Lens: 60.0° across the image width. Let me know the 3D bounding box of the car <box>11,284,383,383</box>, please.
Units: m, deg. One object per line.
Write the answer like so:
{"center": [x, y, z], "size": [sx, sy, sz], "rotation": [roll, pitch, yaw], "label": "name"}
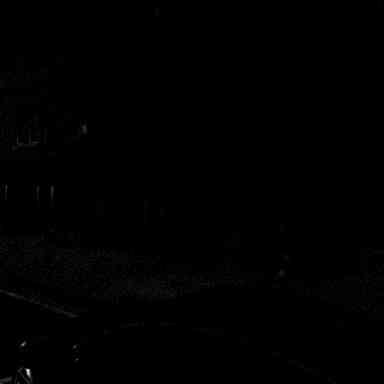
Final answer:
{"center": [0.152, 1.565, 2.970], "size": [4.313, 1.339, 1.947], "rotation": [0, 0, 36], "label": "car"}
